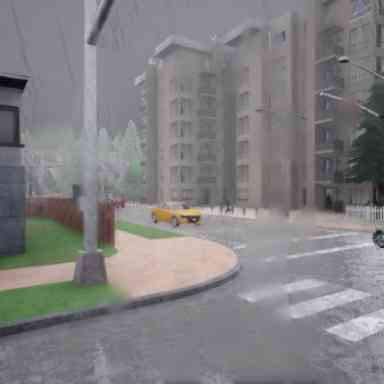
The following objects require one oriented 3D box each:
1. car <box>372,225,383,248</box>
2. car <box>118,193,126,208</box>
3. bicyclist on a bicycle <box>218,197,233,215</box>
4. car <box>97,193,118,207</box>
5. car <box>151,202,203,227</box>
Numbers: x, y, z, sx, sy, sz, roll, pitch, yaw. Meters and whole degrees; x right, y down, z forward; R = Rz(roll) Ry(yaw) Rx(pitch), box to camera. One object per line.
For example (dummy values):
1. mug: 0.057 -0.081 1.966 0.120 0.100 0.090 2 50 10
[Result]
1. car: 8.471 1.521 11.804 1.812 1.442 4.674 1 0 -3
2. car: -10.916 1.118 45.995 2.150 2.045 5.566 0 1 -31
3. bicyclist on a bicycle: 3.070 1.244 30.268 1.656 1.620 0.582 0 0 -31
4. car: -10.820 1.133 38.878 2.150 2.045 5.566 0 0 -31
5. car: -1.125 1.437 22.727 1.882 1.535 5.008 0 0 -31
